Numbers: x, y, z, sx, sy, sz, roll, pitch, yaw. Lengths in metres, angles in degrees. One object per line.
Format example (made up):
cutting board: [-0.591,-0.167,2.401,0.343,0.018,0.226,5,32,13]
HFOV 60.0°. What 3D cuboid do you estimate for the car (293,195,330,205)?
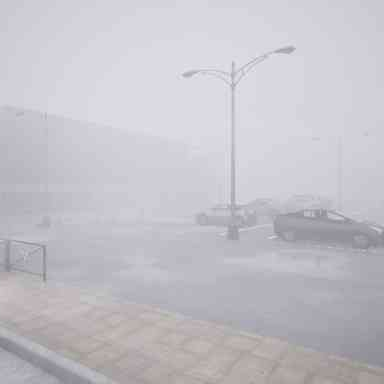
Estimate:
car: [12.892,1.269,37.304,3.866,1.878,1.905,0,0,35]

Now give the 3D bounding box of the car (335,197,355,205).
car: [24.976,1.565,55.076,3.633,1.501,1.845,0,0,35]

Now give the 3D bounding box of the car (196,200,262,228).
car: [2.152,1.424,21.371,3.806,1.475,1.970,0,0,35]

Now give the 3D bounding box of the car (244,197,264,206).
car: [11.065,1.702,59.236,1.812,1.442,4.674,0,0,35]

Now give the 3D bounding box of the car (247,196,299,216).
car: [5.563,1.345,26.817,5.027,1.636,2.152,0,0,35]

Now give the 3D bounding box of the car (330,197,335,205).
car: [14.218,1.289,39.922,4.605,1.855,1.932,0,0,35]

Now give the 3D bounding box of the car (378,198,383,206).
car: [29.351,1.576,48.383,3.806,1.475,1.970,0,0,35]

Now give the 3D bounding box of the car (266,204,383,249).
car: [5.832,1.490,14.331,4.514,1.523,2.007,0,0,35]
